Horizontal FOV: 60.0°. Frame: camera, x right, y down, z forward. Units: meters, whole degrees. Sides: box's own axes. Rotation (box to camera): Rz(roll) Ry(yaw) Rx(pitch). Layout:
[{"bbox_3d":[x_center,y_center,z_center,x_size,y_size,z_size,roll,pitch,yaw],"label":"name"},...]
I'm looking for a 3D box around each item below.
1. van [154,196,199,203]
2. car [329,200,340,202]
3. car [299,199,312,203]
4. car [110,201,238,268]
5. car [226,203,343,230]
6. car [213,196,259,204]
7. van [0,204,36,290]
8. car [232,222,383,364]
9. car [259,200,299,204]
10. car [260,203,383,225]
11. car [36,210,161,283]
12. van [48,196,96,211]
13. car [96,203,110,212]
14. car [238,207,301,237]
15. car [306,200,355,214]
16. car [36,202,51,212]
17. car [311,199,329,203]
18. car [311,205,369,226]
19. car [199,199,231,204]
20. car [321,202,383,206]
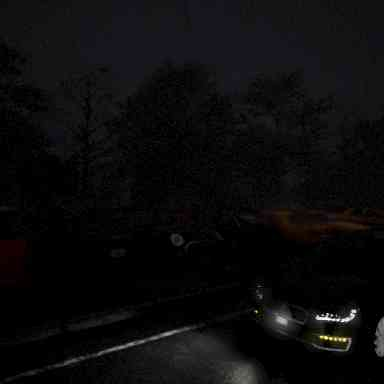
[{"bbox_3d":[-1.728,1.309,27.050,1.878,1.987,4.442,1,0,-35],"label":"van"},{"bbox_3d":[14.154,1.589,38.169,2.185,1.767,4.553,1,0,-35],"label":"car"},{"bbox_3d":[9.750,1.704,35.015,2.002,1.452,4.674,1,0,-35],"label":"car"},{"bbox_3d":[-0.862,1.370,11.542,2.185,1.767,4.553,0,0,-35],"label":"car"},{"bbox_3d":[3.579,1.514,14.869,1.946,1.575,5.366,1,0,-35],"label":"car"},{"bbox_3d":[2.948,1.334,30.247,2.435,2.045,5.566,1,0,-35],"label":"car"},{"bbox_3d":[-5.443,1.263,8.409,1.878,1.987,4.442,0,0,-35],"label":"van"},{"bbox_3d":[3.209,1.520,5.971,4.892,1.490,1.837,0,0,-35],"label":"car"},{"bbox_3d":[7.594,1.634,33.267,1.946,1.575,5.366,1,0,-35],"label":"car"},{"bbox_3d":[5.960,1.533,16.097,1.946,1.575,5.366,1,0,-35],"label":"car"},{"bbox_3d":[-3.125,1.520,9.940,2.163,1.488,4.792,0,0,-35],"label":"car"},{"bbox_3d":[-8.265,1.268,22.155,1.878,1.987,4.442,0,0,-36],"label":"van"},{"bbox_3d":[-6.097,1.531,23.855,2.163,1.488,4.792,0,0,-35],"label":"car"},{"bbox_3d":[1.430,1.504,13.115,2.231,1.521,4.892,1,0,-35],"label":"car"},{"bbox_3d":[16.438,1.740,39.738,2.097,1.535,5.008,1,0,-35],"label":"car"},{"bbox_3d":[-10.606,1.489,20.640,2.097,1.535,5.008,0,0,-35],"label":"car"},{"bbox_3d":[12.028,1.719,36.592,2.163,1.488,4.792,1,0,-35],"label":"car"},{"bbox_3d":[11.465,1.748,25.651,4.718,1.301,1.895,1,0,-35],"label":"car"},{"bbox_3d":[0.717,1.589,28.601,2.163,1.488,4.792,1,0,-35],"label":"car"},{"bbox_3d":[10.593,1.584,19.371,1.946,1.575,5.366,1,0,-35],"label":"car"}]
